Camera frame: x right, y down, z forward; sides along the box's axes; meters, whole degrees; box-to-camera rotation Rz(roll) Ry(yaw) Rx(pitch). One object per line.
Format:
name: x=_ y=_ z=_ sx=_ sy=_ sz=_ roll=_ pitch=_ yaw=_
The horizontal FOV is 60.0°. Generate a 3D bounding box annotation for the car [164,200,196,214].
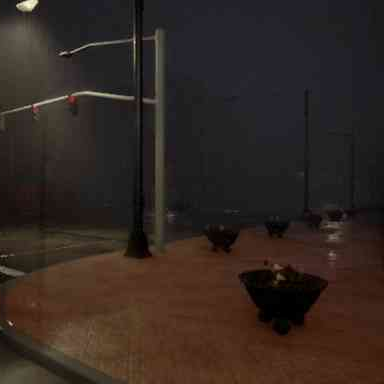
car: x=-1.840 y=1.772 z=39.744 sx=1.837 sy=1.490 sz=4.892 roll=0 pitch=-1 yaw=35

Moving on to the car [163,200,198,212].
car: x=-1.525 y=1.884 z=46.267 sx=2.033 sy=1.411 sz=5.357 roll=0 pitch=-1 yaw=35

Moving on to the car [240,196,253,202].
car: x=7.380 y=1.707 z=52.727 sx=1.994 sy=1.385 sz=4.181 roll=0 pitch=-1 yaw=35
